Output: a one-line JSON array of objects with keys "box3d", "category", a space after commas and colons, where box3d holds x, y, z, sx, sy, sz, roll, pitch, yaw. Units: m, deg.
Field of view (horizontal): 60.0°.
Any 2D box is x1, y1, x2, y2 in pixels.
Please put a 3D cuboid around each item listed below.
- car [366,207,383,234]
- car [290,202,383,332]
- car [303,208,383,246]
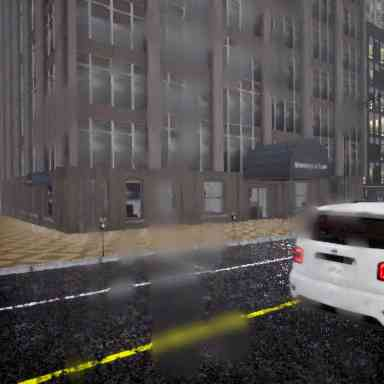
[{"box3d": [12.101, 1.547, 19.065, 4.403, 1.369, 2.008, 0, -1, -35], "category": "car"}, {"box3d": [4.293, 1.221, 6.497, 5.566, 2.045, 2.150, 0, 0, -35], "category": "car"}, {"box3d": [7.474, 1.542, 15.764, 4.507, 1.381, 1.887, 0, -1, -35], "category": "car"}]
